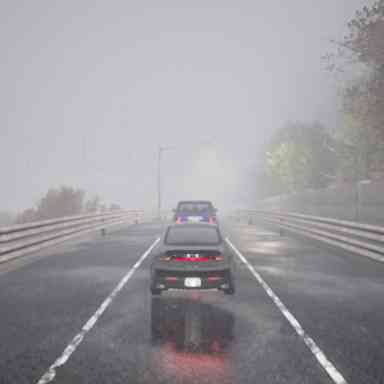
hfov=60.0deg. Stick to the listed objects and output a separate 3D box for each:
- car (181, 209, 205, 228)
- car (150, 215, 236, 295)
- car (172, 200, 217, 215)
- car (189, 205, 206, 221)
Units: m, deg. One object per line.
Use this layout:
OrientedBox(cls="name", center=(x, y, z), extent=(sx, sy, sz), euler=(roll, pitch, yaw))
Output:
OrientedBox(cls="car", center=(0.147, 2.105, 27.564), extent=(1.812, 1.442, 4.674), euler=(0, -3, 1))
OrientedBox(cls="car", center=(0.023, 1.535, 8.772), extent=(1.837, 1.490, 4.892), euler=(0, -1, 0))
OrientedBox(cls="car", center=(0.137, 1.414, 17.007), extent=(2.150, 2.045, 5.566), euler=(0, -1, 0))
OrientedBox(cls="car", center=(0.829, 2.763, 44.503), extent=(2.150, 2.045, 5.566), euler=(0, -3, 3))
